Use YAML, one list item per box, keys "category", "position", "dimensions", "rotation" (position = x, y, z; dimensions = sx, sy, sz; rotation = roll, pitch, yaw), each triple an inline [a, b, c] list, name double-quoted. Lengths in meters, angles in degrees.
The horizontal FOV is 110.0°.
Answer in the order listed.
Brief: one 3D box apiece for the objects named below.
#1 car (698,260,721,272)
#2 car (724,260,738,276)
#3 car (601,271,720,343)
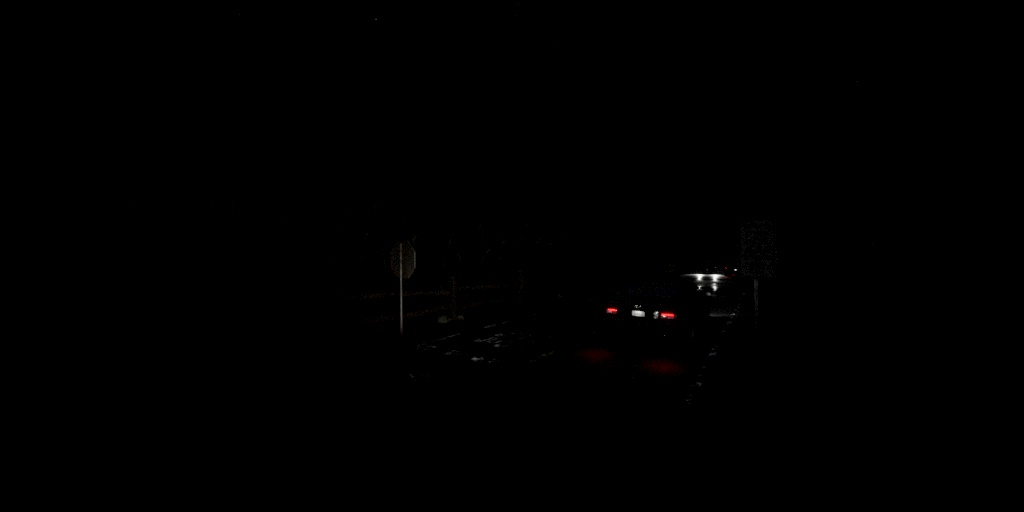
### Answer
- category: "car"
  position: [22.178, 1.197, 40.195]
  dimensions: [1.837, 1.490, 4.892]
  rotation: [0, 0, 35]
- category: "car"
  position: [22.188, 1.265, 35.343]
  dimensions: [1.994, 1.385, 4.181]
  rotation: [0, 0, 36]
- category: "car"
  position: [4.178, 1.291, 9.820]
  dimensions: [2.033, 1.411, 5.357]
  rotation: [0, 0, 35]
